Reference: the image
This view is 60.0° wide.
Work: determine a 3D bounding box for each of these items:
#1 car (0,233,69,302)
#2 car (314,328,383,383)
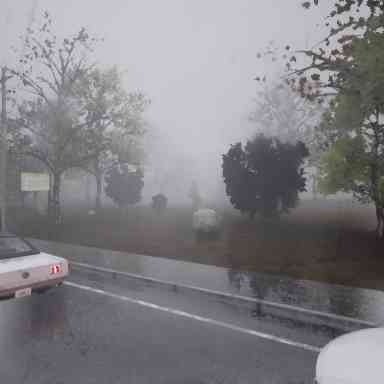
[{"bbox_3d":[-4.968,1.601,7.534,4.718,1.301,1.895,0,0,36],"label":"car"},{"bbox_3d":[3.100,1.526,1.797,4.674,1.442,1.812,0,0,35],"label":"car"}]
